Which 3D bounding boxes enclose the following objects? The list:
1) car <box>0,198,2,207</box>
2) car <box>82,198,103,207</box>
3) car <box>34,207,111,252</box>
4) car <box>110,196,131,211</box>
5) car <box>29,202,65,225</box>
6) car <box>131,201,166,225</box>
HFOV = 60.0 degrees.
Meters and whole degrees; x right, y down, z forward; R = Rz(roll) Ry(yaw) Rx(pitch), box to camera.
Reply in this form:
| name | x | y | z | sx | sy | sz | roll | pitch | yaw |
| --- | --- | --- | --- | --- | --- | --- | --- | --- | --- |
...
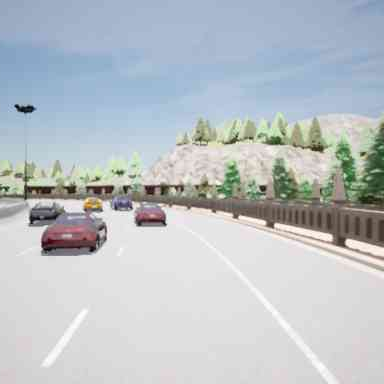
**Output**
| name | x | y | z | sx | sy | sz | roll | pitch | yaw |
| --- | --- | --- | --- | --- | --- | --- | --- | --- | --- |
| car | -22.808 | 1.221 | 37.380 | 2.150 | 2.045 | 5.566 | 0 | 0 | -25 |
| car | -11.312 | 1.397 | 37.685 | 1.882 | 1.535 | 5.008 | 0 | 0 | -22 |
| car | -4.696 | 1.522 | 13.752 | 1.994 | 1.385 | 4.181 | 0 | 0 | -8 |
| car | -8.595 | 1.246 | 40.164 | 2.097 | 1.767 | 4.553 | -1 | 0 | -22 |
| car | -10.363 | 1.442 | 23.972 | 2.128 | 1.511 | 4.902 | 0 | 0 | -15 |
| car | -2.988 | 1.481 | 23.227 | 1.994 | 1.385 | 4.181 | 0 | 0 | -13 |
